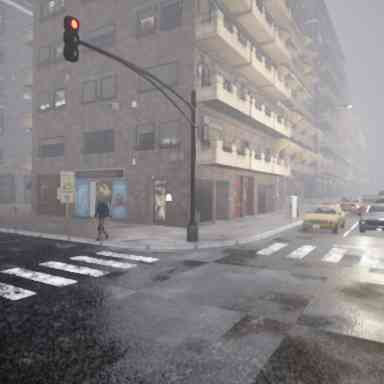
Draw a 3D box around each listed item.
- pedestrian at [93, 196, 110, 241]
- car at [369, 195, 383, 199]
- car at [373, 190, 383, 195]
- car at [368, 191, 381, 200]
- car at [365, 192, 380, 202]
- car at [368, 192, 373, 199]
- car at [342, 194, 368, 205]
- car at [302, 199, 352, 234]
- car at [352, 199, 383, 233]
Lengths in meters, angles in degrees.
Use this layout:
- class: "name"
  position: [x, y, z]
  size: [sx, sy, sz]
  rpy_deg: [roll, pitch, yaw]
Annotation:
- class: "pedestrian"
  position: [-3.646, 1.014, 13.356]
  size: [0.375, 1.860, 0.375]
  rpy_deg: [0, -1, 32]
- class: "car"
  position: [15.158, 1.184, 26.003]
  size: [1.812, 1.442, 4.674]
  rpy_deg: [0, 1, 32]
- class: "car"
  position: [20.779, 0.761, 35.147]
  size: [2.150, 2.045, 5.566]
  rpy_deg: [0, 1, 32]
- class: "car"
  position: [33.745, 0.644, 61.396]
  size: [1.967, 1.590, 4.097]
  rpy_deg: [2, 1, 31]
- class: "car"
  position: [30.803, 0.816, 56.582]
  size: [2.008, 1.369, 4.403]
  rpy_deg: [2, 1, 31]
- class: "car"
  position: [24.923, 0.934, 46.951]
  size: [1.887, 1.381, 4.507]
  rpy_deg: [2, 1, 31]
- class: "car"
  position: [13.161, 1.079, 27.687]
  size: [1.967, 1.590, 4.097]
  rpy_deg: [2, 1, 31]
- class: "car"
  position: [7.191, 1.292, 17.912]
  size: [1.752, 1.417, 4.829]
  rpy_deg: [2, 1, 31]
- class: "car"
  position: [9.990, 1.316, 17.556]
  size: [2.033, 1.411, 5.357]
  rpy_deg: [0, 1, 31]
